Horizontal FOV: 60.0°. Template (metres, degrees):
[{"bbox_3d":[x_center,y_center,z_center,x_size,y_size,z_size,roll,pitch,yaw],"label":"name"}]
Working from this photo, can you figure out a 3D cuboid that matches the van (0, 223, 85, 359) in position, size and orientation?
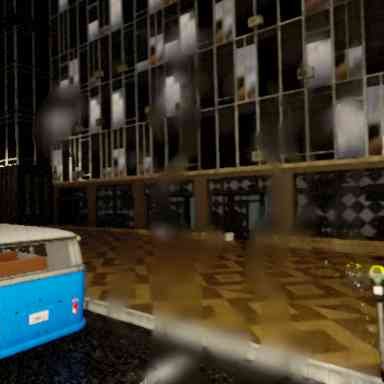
[{"bbox_3d":[-3.484,1.403,5.385,3.998,1.788,1.690,-1,-2,36],"label":"van"}]
